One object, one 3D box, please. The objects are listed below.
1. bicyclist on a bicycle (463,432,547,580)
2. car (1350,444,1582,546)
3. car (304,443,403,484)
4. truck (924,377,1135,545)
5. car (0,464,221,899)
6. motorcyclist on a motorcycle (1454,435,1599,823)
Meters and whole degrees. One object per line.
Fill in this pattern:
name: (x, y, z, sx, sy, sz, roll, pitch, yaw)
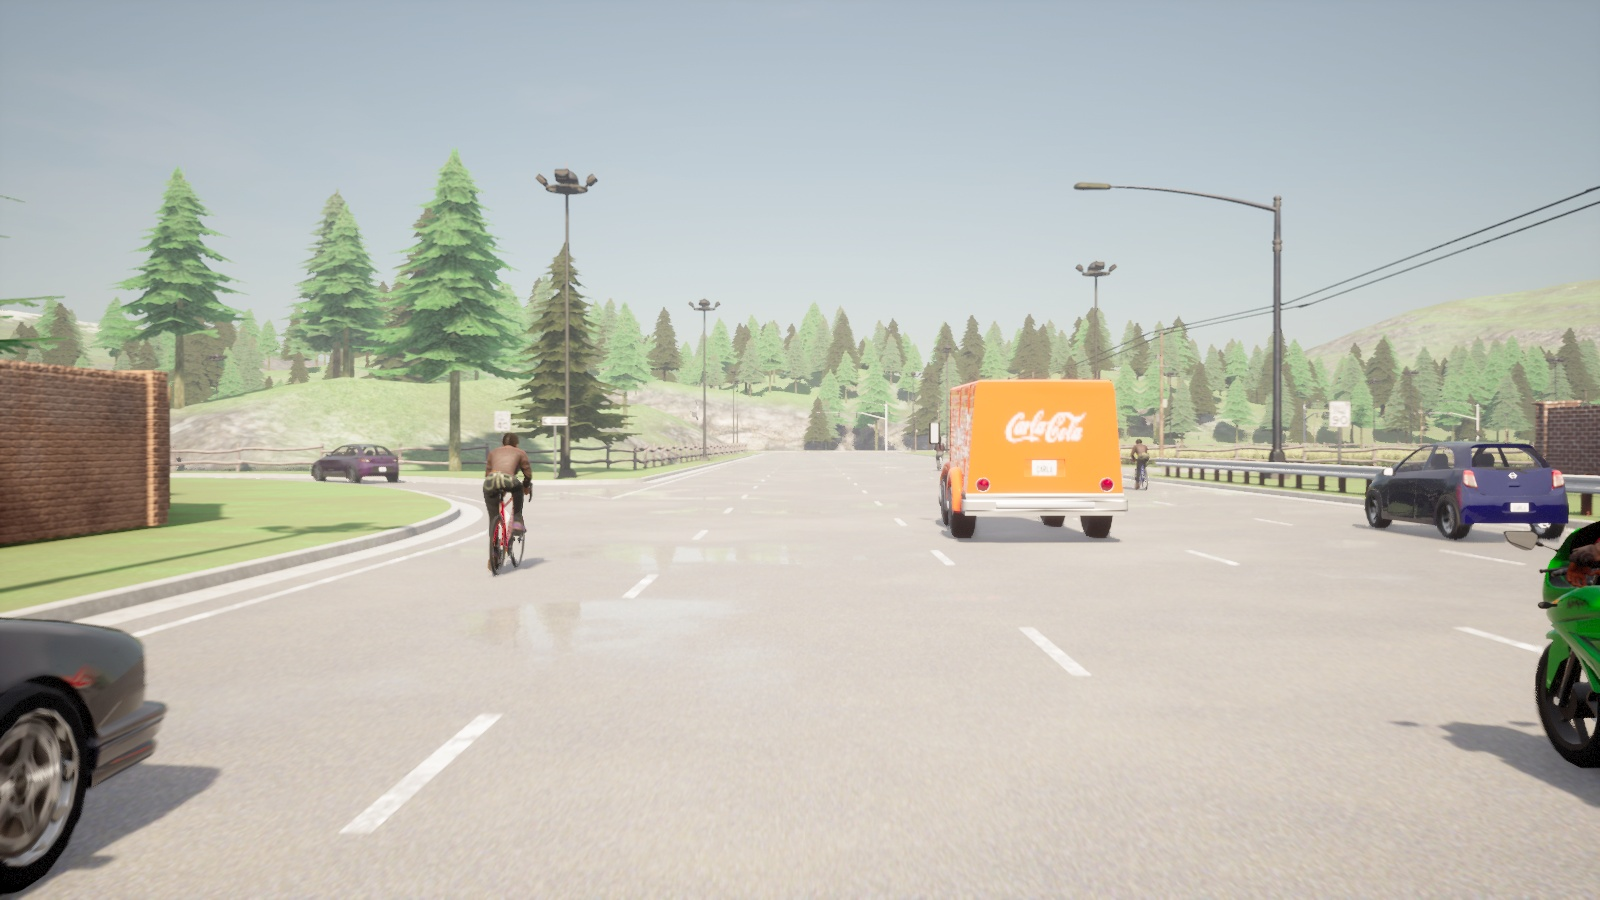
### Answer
bicyclist on a bicycle: (-3.409, 0.616, 14.624, 0.582, 1.620, 1.656, 0, 0, 0)
car: (10.625, 0.657, 20.345, 1.845, 1.501, 3.633, 0, 0, 0)
car: (-17.024, 0.482, 47.815, 4.193, 1.474, 1.816, 0, 0, 43)
truck: (3.630, 0.147, 21.071, 2.627, 2.467, 5.204, 0, 0, 0)
car: (-3.470, 0.776, 2.612, 2.033, 1.411, 5.357, 0, 0, 0)
motorcyclist on a motorcycle: (3.541, 0.704, 5.014, 0.797, 1.523, 2.044, 0, 0, 0)
